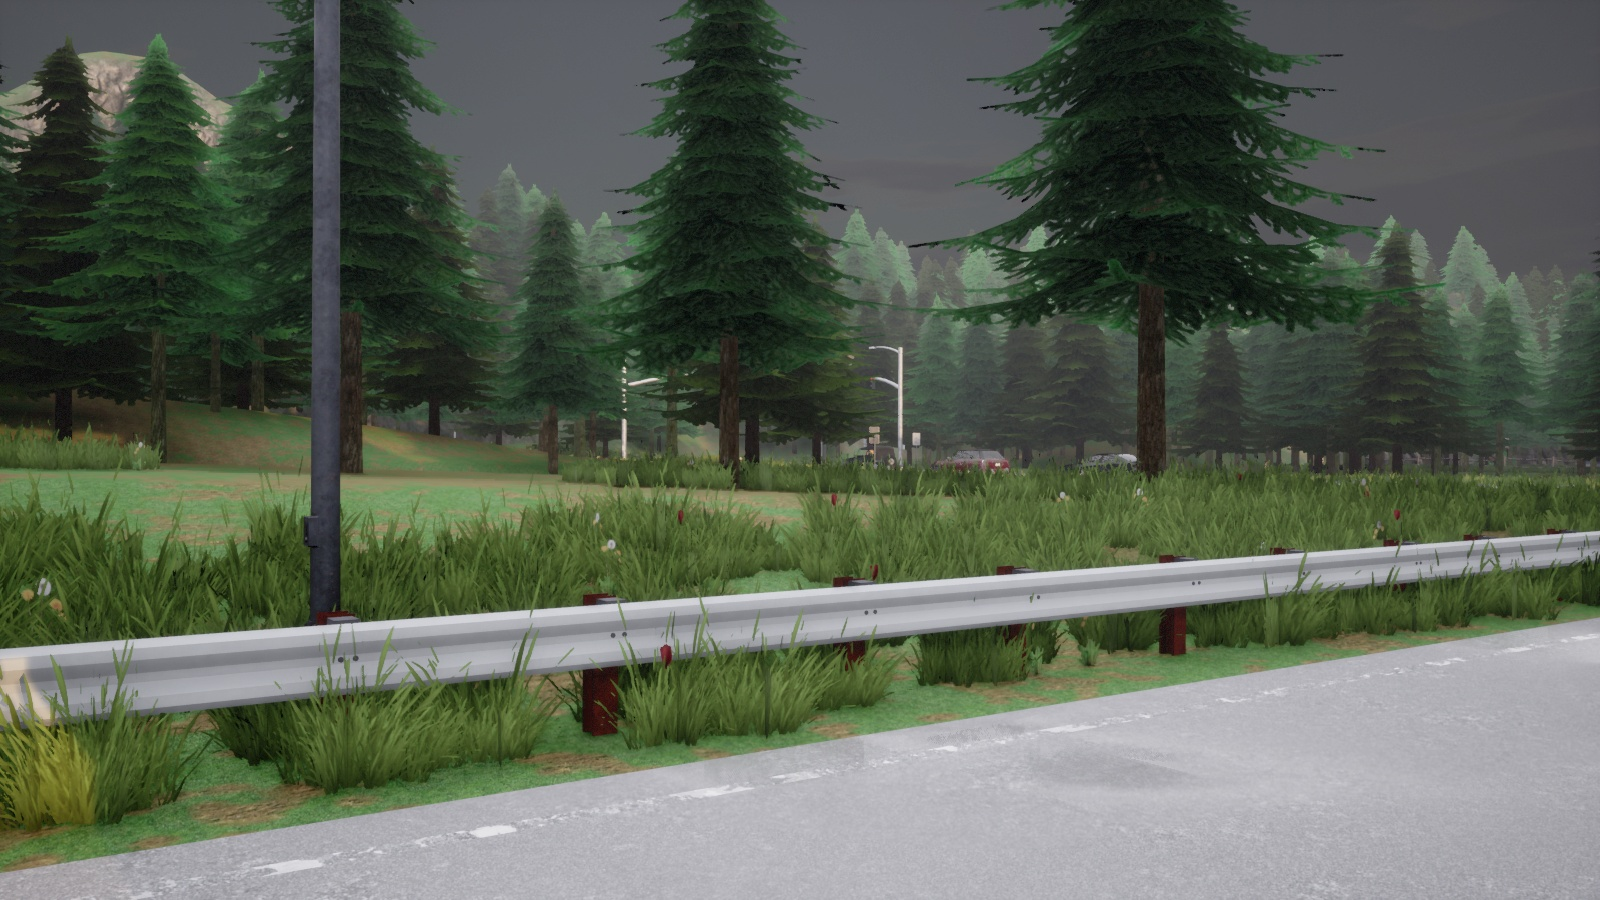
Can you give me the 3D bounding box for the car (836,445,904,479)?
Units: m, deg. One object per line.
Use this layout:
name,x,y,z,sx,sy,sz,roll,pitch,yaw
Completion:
car,3.928,0.680,71.152,1.905,1.878,3.866,0,0,-34

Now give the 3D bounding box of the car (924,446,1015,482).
car,8.616,0.715,64.120,2.097,1.767,4.553,0,0,-34

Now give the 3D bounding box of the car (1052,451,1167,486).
car,13.840,0.804,56.477,1.882,1.535,5.008,0,0,-35
